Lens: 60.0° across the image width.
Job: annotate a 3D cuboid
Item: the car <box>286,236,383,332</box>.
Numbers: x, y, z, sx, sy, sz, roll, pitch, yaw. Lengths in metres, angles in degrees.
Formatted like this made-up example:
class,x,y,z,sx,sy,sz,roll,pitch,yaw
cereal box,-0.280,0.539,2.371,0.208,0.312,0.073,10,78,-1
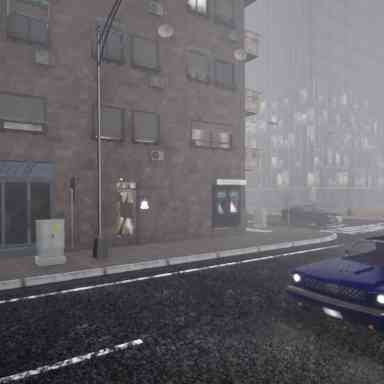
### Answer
class,x,y,z,sx,sy,sz,roll,pitch,yaw
car,4.014,1.602,6.551,4.718,1.301,1.895,0,0,-36

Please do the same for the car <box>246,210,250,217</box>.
class,x,y,z,sx,sy,sz,roll,pitch,yaw
car,3.557,1.887,33.016,1.837,1.490,4.892,-1,0,-37

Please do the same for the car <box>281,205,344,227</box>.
class,x,y,z,sx,sy,sz,roll,pitch,yaw
car,9.012,1.730,25.307,2.128,1.511,4.902,-1,-1,-33
